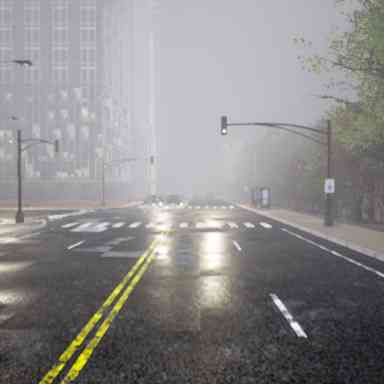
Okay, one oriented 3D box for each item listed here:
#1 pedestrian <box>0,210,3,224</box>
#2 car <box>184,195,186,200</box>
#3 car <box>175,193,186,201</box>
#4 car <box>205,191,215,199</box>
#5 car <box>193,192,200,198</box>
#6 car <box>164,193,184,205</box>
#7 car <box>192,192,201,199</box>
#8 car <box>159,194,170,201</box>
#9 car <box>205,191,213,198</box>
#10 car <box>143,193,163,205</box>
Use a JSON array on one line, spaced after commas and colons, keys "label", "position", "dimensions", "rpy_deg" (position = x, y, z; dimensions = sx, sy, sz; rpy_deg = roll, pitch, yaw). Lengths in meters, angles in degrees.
[{"label": "pedestrian", "position": [-11.568, 1.271, 19.911], "dimensions": [0.375, 1.300, 0.375], "rpy_deg": [0, 1, 1]}, {"label": "car", "position": [-2.521, 1.116, 58.658], "dimensions": [1.895, 1.301, 4.718], "rpy_deg": [0, 0, 1]}, {"label": "car", "position": [-2.330, 0.997, 68.562], "dimensions": [1.994, 1.385, 4.181], "rpy_deg": [0, 0, 1]}, {"label": "car", "position": [4.302, 0.704, 78.205], "dimensions": [2.097, 1.767, 4.553], "rpy_deg": [0, 0, 1]}, {"label": "car", "position": [1.188, 0.791, 88.310], "dimensions": [2.033, 1.411, 5.357], "rpy_deg": [0, 1, 1]}, {"label": "car", "position": [-2.678, 1.070, 49.315], "dimensions": [1.882, 1.535, 5.008], "rpy_deg": [0, 0, 1]}, {"label": "car", "position": [1.053, 0.902, 78.281], "dimensions": [1.994, 1.385, 4.181], "rpy_deg": [0, 0, 1]}, {"label": "car", "position": [-5.581, 1.036, 68.401], "dimensions": [1.895, 1.301, 4.718], "rpy_deg": [0, 0, 1]}, {"label": "car", "position": [4.437, 0.605, 88.235], "dimensions": [2.097, 1.767, 4.553], "rpy_deg": [0, 1, 1]}, {"label": "car", "position": [-5.929, 1.121, 49.065], "dimensions": [1.812, 1.442, 4.674], "rpy_deg": [0, 0, 2]}]
